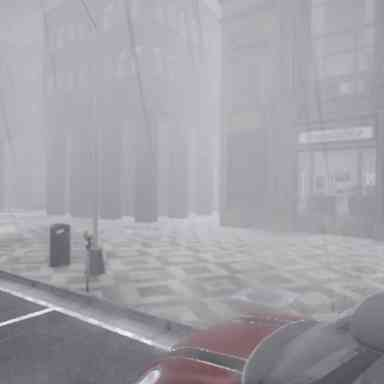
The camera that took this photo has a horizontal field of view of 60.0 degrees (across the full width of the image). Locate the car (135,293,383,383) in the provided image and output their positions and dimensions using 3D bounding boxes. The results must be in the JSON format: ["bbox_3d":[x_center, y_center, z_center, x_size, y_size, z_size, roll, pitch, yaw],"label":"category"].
[{"bbox_3d":[1.403,1.441,2.073,4.097,1.590,1.967,0,1,36],"label":"car"}]
